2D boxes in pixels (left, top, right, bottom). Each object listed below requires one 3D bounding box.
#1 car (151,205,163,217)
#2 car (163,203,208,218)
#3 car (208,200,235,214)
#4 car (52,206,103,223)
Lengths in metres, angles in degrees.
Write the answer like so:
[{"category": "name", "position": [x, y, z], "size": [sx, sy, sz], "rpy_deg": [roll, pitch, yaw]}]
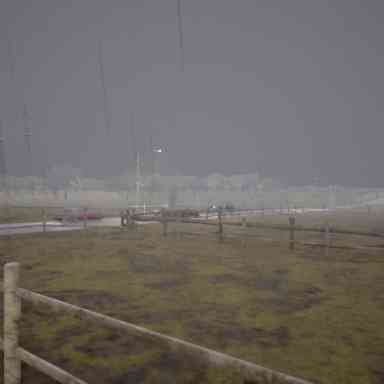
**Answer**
[{"category": "car", "position": [-2.746, 2.137, 39.100], "size": [2.128, 1.511, 4.902], "rpy_deg": [1, -1, 35]}, {"category": "car", "position": [-0.684, 2.027, 36.913], "size": [2.097, 1.767, 4.553], "rpy_deg": [1, -1, 35]}, {"category": "car", "position": [4.237, 2.175, 48.938], "size": [2.150, 2.045, 5.566], "rpy_deg": [1, -1, 36]}, {"category": "car", "position": [-9.885, 1.922, 28.973], "size": [1.994, 1.385, 4.181], "rpy_deg": [1, 0, 35]}]
